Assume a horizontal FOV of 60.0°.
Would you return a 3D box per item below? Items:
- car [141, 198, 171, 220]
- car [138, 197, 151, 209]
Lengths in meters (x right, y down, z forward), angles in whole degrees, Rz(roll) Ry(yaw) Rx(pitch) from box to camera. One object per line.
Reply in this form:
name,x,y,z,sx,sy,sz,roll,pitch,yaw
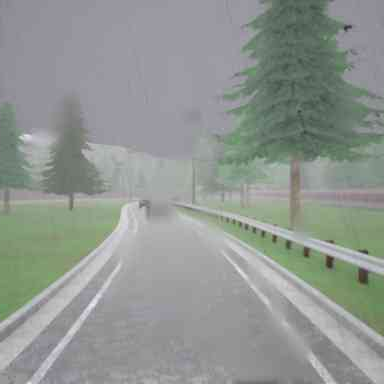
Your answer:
car,-2.932,1.512,27.824,2.033,1.411,5.357,0,0,-11
car,-6.208,1.453,44.999,1.837,1.490,4.892,0,1,-10
